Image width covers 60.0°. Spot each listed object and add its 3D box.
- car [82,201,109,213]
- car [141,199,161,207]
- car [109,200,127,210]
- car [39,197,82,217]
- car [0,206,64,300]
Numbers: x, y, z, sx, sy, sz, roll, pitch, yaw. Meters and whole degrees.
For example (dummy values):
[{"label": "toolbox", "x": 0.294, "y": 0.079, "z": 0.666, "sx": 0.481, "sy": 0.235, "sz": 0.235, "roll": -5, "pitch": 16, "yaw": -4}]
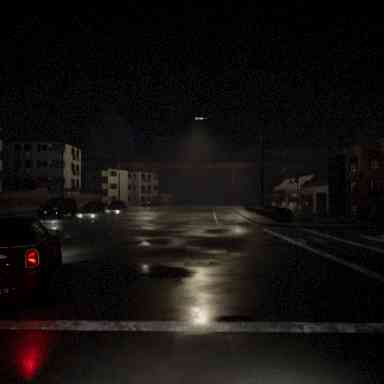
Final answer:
[{"label": "car", "x": -12.924, "y": 1.934, "z": 43.733, "sx": 1.882, "sy": 1.535, "sz": 5.008, "roll": 0, "pitch": -1, "yaw": 4}, {"label": "car", "x": -8.204, "y": 2.087, "z": 66.143, "sx": 2.097, "sy": 1.767, "sz": 4.553, "roll": 0, "pitch": -1, "yaw": 28}, {"label": "car", "x": -12.023, "y": 2.087, "z": 53.906, "sx": 1.837, "sy": 1.490, "sz": 4.892, "roll": 0, "pitch": -1, "yaw": 7}, {"label": "car", "x": -13.488, "y": 1.554, "z": 33.672, "sx": 2.150, "sy": 2.045, "sz": 5.566, "roll": 0, "pitch": -1, "yaw": 3}, {"label": "car", "x": -4.580, "y": 1.420, "z": 8.385, "sx": 2.097, "sy": 1.767, "sz": 4.553, "roll": 0, "pitch": 0, "yaw": -18}]
